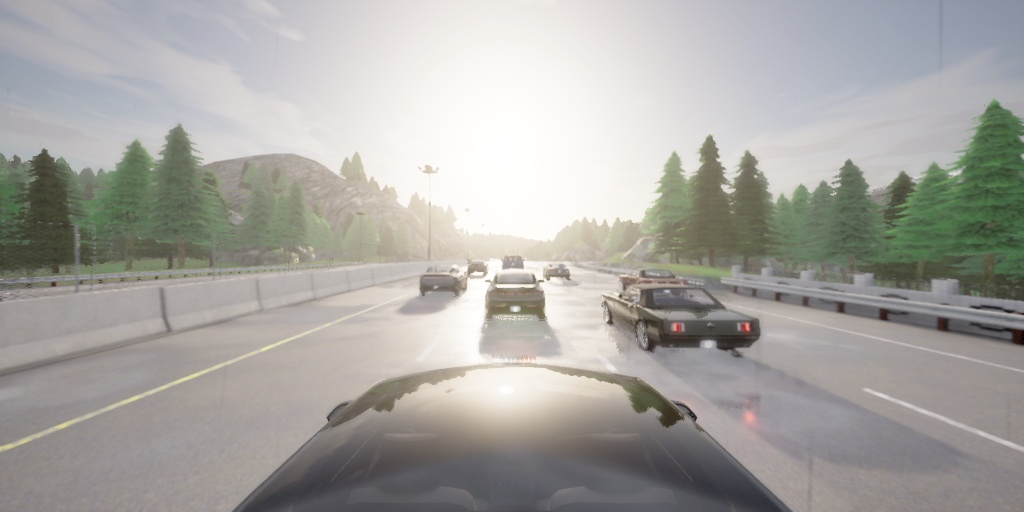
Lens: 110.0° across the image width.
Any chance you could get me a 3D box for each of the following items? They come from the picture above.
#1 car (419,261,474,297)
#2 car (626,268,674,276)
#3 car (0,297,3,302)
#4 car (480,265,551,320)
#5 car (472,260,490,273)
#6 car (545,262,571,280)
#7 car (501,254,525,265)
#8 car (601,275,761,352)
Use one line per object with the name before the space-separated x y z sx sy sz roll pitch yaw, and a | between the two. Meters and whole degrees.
car | -3.405 1.188 18.487 2.128 1.511 4.902 0 0 0
car | 7.095 1.295 18.642 1.895 1.301 4.718 0 0 0
car | -14.096 1.081 7.229 2.097 1.767 4.553 0 0 0
car | 0.095 1.217 12.408 1.837 1.490 4.892 0 0 0
car | -3.410 1.151 36.468 1.837 1.490 4.892 0 0 0
car | 3.591 1.212 29.527 2.033 1.411 5.357 0 0 0
car | 0.089 0.869 35.805 2.150 2.045 5.566 0 0 0
car | 3.597 1.322 8.778 1.895 1.301 4.718 0 0 0
